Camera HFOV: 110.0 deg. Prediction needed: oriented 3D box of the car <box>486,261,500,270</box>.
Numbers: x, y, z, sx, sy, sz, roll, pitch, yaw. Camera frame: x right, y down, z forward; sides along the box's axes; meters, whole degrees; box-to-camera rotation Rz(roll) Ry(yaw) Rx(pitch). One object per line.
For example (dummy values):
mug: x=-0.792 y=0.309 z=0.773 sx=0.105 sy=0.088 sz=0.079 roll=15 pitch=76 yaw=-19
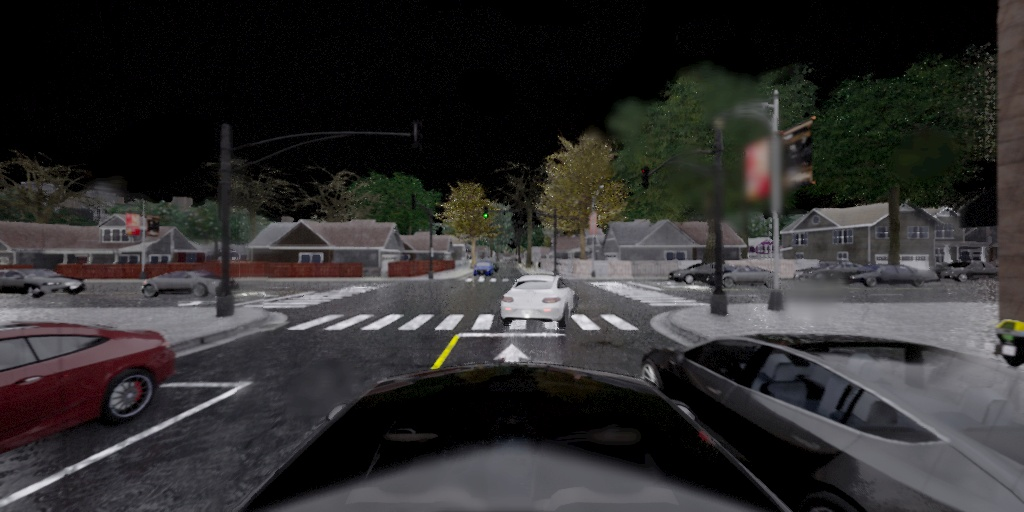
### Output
car: x=-3.067 y=1.525 z=59.523 sx=2.033 sy=1.411 sz=5.357 roll=0 pitch=0 yaw=0

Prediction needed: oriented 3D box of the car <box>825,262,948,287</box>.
car: x=23.720 y=1.218 z=22.891 sx=5.357 sy=1.411 sz=2.033 roll=0 pitch=0 yaw=0

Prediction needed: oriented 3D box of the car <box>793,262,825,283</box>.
car: x=23.308 y=1.173 z=26.142 sx=4.902 sy=1.511 sz=2.128 roll=0 pitch=0 yaw=0

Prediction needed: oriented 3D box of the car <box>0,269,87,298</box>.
car: x=-26.189 y=1.449 z=19.468 sx=4.902 sy=1.511 sz=2.128 roll=0 pitch=0 yaw=0

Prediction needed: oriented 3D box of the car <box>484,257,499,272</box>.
car: x=-3.041 y=1.153 z=49.207 sx=2.150 sy=2.045 sz=5.566 roll=0 pitch=0 yaw=0

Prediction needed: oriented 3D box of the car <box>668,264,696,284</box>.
car: x=13.978 y=1.239 z=26.136 sx=4.892 sy=1.490 sz=1.837 roll=0 pitch=0 yaw=1

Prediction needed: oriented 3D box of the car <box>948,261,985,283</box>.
car: x=33.220 y=1.132 z=26.130 sx=4.892 sy=1.490 sz=1.837 roll=0 pitch=0 yaw=0

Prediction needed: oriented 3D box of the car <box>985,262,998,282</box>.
car: x=34.129 y=1.091 z=22.878 sx=5.008 sy=1.535 sz=1.882 roll=0 pitch=0 yaw=0

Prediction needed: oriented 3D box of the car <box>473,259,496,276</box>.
car: x=-3.078 y=1.366 z=38.968 sx=1.882 sy=1.535 sz=5.008 roll=0 pitch=0 yaw=0

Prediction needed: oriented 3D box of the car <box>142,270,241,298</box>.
car: x=-17.306 y=1.466 z=19.462 sx=4.181 sy=1.385 sz=1.994 roll=0 pitch=0 yaw=0

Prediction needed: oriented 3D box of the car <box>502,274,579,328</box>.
car: x=0.990 y=1.306 z=11.529 sx=1.812 sy=1.442 sz=4.674 roll=0 pitch=0 yaw=15

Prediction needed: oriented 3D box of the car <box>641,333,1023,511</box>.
car: x=2.638 y=1.320 z=3.173 sx=1.948 sy=1.339 sz=4.313 roll=0 pitch=0 yaw=0

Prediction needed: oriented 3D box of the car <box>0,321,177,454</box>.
car: x=-5.387 y=1.337 z=3.172 sx=1.802 sy=1.307 sz=4.207 roll=0 pitch=0 yaw=0

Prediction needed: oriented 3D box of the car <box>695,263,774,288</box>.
car: x=14.481 y=1.286 z=22.895 sx=4.181 sy=1.385 sz=1.994 roll=0 pitch=0 yaw=0
